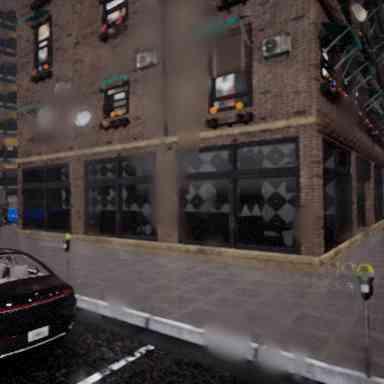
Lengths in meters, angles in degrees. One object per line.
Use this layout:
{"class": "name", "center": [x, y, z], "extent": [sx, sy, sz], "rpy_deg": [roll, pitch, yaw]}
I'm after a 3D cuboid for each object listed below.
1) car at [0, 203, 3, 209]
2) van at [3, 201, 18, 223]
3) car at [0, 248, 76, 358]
{"class": "car", "center": [-19.260, 1.803, 31.396], "extent": [1.967, 1.590, 4.097], "rpy_deg": [-1, -1, 35]}
{"class": "van", "center": [-12.415, 1.549, 26.565], "extent": [1.690, 1.788, 3.998], "rpy_deg": [-1, -1, 35]}
{"class": "car", "center": [-3.751, 1.615, 5.560], "extent": [4.403, 1.369, 2.008], "rpy_deg": [-1, -1, 36]}
